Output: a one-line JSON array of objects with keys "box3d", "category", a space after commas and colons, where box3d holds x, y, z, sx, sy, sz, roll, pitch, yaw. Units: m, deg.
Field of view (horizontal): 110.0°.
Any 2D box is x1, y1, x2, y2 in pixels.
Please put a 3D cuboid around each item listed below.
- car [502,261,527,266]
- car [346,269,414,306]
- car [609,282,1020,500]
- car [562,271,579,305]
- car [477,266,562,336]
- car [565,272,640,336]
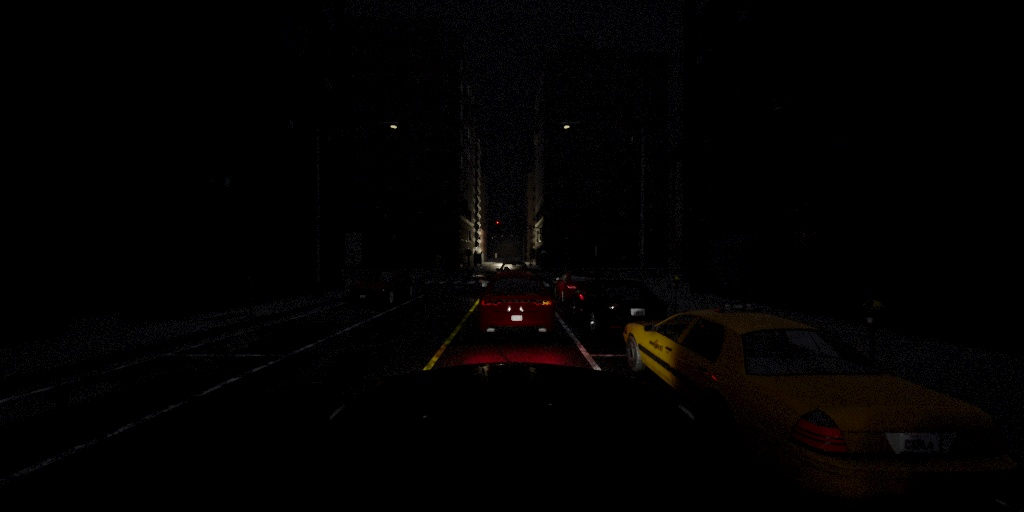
[{"box3d": [0.121, 1.096, 20.751, 2.097, 1.767, 4.553, 0, 0, 0], "category": "car"}, {"box3d": [-5.654, 1.290, 15.837, 1.888, 1.381, 4.507, 0, 0, 0], "category": "car"}, {"box3d": [2.875, 1.274, 4.826, 1.751, 1.417, 4.829, 0, 0, 0], "category": "car"}, {"box3d": [2.891, 1.327, 15.828, 1.802, 1.307, 4.207, 0, 0, 0], "category": "car"}, {"box3d": [0.106, 1.225, 10.421, 1.882, 1.535, 5.008, 0, 0, 0], "category": "car"}, {"box3d": [2.883, 1.313, 10.242, 1.948, 1.339, 4.313, 0, 0, 0], "category": "car"}]
